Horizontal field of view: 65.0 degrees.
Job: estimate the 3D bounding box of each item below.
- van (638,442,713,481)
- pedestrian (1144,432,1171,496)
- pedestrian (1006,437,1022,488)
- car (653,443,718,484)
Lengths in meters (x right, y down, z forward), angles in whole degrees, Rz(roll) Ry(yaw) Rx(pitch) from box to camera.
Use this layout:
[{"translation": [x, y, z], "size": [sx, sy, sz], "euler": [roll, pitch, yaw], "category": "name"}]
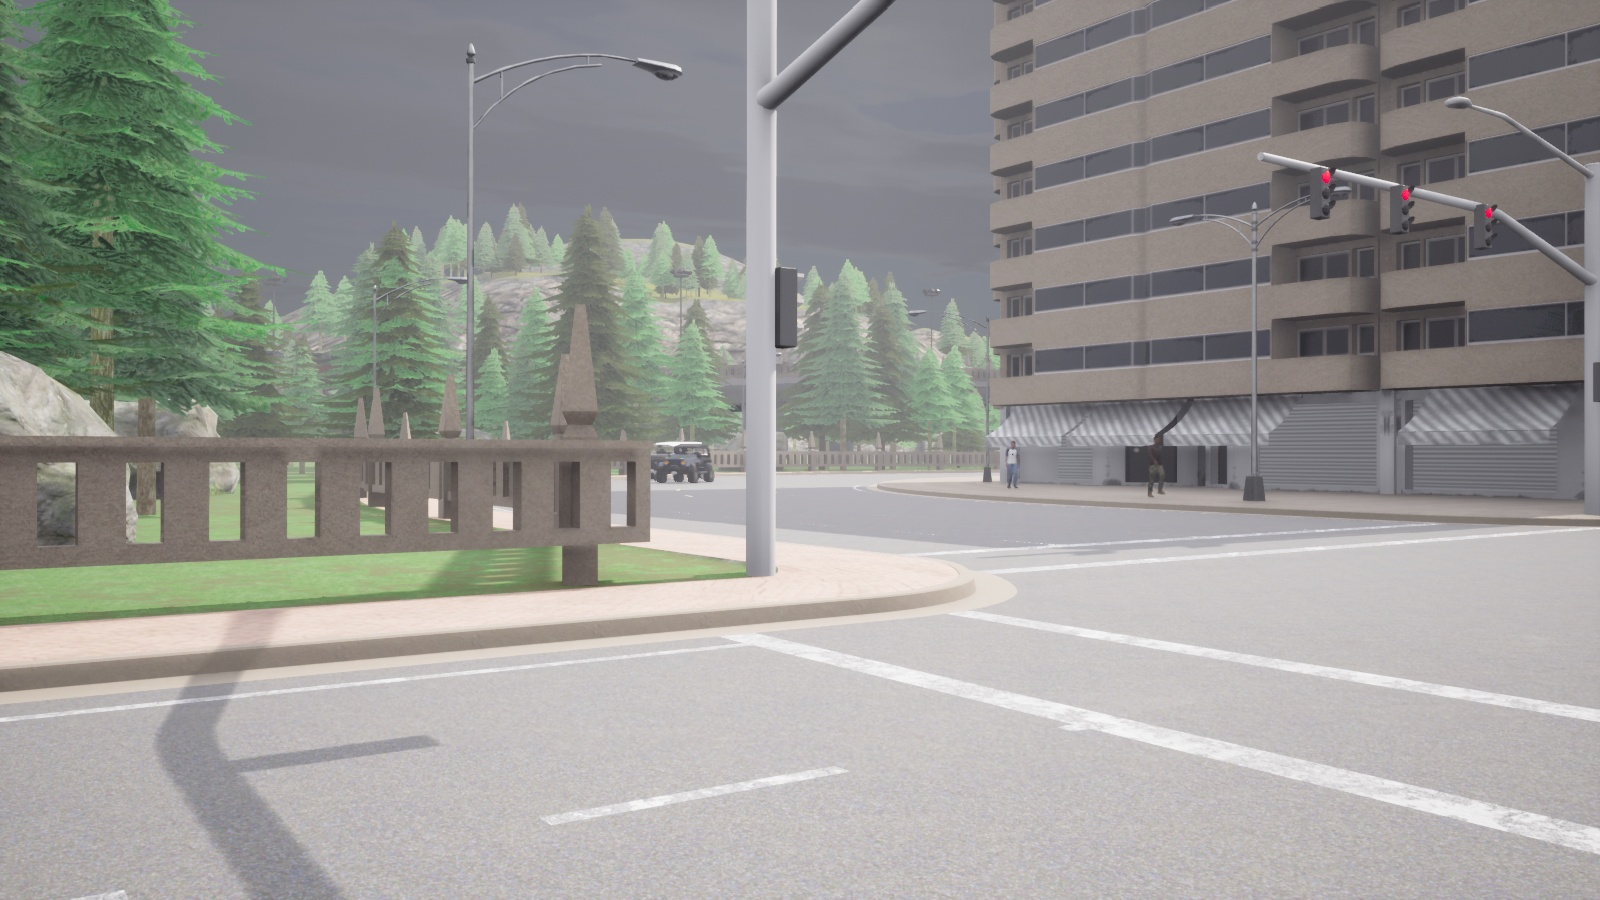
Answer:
[{"translation": [-6.657, 0.592, 67.500], "size": [2.069, 2.038, 4.480], "euler": [0, 0, 24], "category": "van"}, {"translation": [10.364, 0.411, 36.432], "size": [0.431, 1.840, 0.703], "euler": [0, 0, -18], "category": "pedestrian"}, {"translation": [7.773, 0.438, 45.620], "size": [0.354, 1.836, 0.706], "euler": [0, 0, -9], "category": "pedestrian"}, {"translation": [-5.426, 0.643, 59.862], "size": [1.905, 1.878, 3.866], "euler": [0, 0, 14], "category": "car"}]
